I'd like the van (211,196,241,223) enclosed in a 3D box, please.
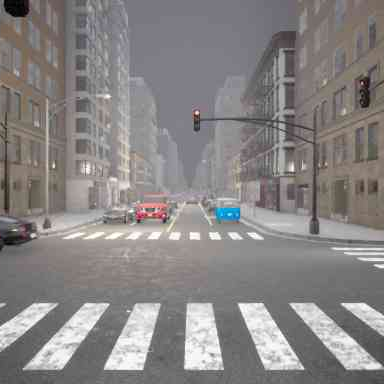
[{"bbox_3d":[2.607,1.340,24.928,1.690,1.788,3.998,0,0,0],"label":"van"}]

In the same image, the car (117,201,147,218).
[{"bbox_3d":[-5.425,1.543,30.592,1.887,1.381,4.507,0,0,0],"label":"car"}]

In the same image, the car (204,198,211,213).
[{"bbox_3d":[2.594,1.580,36.290,1.802,1.307,4.206,0,0,0],"label":"car"}]

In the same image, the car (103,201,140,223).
[{"bbox_3d":[-5.418,1.549,24.910,2.008,1.369,4.403,0,0,0],"label":"car"}]

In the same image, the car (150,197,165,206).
[{"bbox_3d":[-5.451,1.556,53.320,1.947,1.339,4.313,0,0,0],"label":"car"}]

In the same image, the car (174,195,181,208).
[{"bbox_3d":[-2.889,1.500,45.469,1.837,1.490,4.892,0,0,0],"label":"car"}]

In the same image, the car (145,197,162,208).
[{"bbox_3d":[-5.444,1.519,47.468,1.752,1.417,4.829,0,0,0],"label":"car"}]

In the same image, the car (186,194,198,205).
[{"bbox_3d":[0.026,1.550,58.785,1.994,1.385,4.181,0,0,0],"label":"car"}]

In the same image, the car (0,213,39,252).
[{"bbox_3d":[-8.364,1.483,12.725,4.674,1.442,1.812,0,0,0],"label":"car"}]

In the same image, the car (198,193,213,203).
[{"bbox_3d":[2.574,1.305,53.335,2.192,1.841,5.009,0,0,0],"label":"car"}]

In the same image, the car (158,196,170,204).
[{"bbox_3d":[-5.464,1.547,64.683,1.947,1.339,4.313,0,0,0],"label":"car"}]

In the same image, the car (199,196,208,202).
[{"bbox_3d":[2.547,1.524,76.060,2.008,1.369,4.403,0,0,0],"label":"car"}]

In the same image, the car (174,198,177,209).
[{"bbox_3d":[-2.894,1.599,35.409,1.895,1.301,4.718,0,0,0],"label":"car"}]

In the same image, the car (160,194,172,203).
[{"bbox_3d":[-5.471,1.292,70.365,2.192,1.841,5.009,0,0,0],"label":"car"}]

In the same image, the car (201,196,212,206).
[{"bbox_3d":[2.581,1.576,47.653,1.802,1.307,4.206,0,0,0],"label":"car"}]

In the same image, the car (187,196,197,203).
[{"bbox_3d":[0.016,1.579,68.732,1.895,1.301,4.718,0,0,0],"label":"car"}]

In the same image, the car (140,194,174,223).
[{"bbox_3d":[-2.878,1.220,25.592,2.150,2.045,5.566,0,0,0],"label":"car"}]
